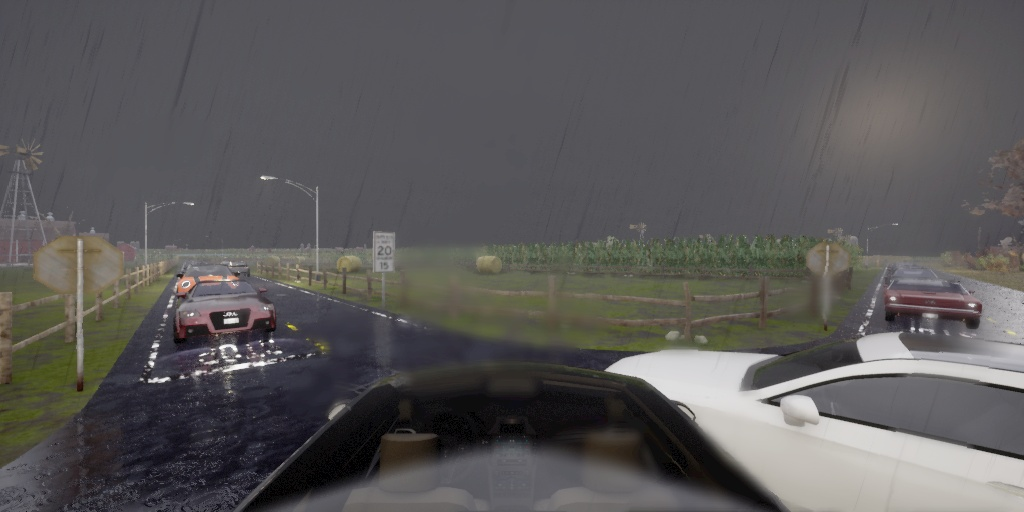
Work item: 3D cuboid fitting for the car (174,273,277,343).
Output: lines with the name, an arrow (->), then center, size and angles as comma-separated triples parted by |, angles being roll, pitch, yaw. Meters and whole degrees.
car -> -8.022, 1.359, 9.970 | 1.994, 1.385, 4.181 | 0, 0, -43

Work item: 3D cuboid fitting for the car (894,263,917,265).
car -> 27.146, 1.401, 24.563 | 4.181, 1.385, 1.994 | 0, 1, -43

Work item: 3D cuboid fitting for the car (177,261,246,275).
car -> -13.853, 1.147, 16.404 | 2.097, 1.767, 4.553 | 0, 0, -42

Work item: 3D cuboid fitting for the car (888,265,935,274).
car -> 20.445, 1.363, 18.251 | 5.357, 1.411, 2.033 | 0, 1, -43

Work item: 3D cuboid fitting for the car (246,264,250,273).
car -> -27.281, 1.298, 35.519 | 2.128, 1.511, 4.902 | 0, 0, -42

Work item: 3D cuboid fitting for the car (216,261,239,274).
car -> -34.066, 1.323, 42.920 | 1.837, 1.490, 4.892 | 0, 0, -42

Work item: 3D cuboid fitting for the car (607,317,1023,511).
car -> 2.822, 1.293, 2.475 | 1.812, 1.442, 4.674 | 0, 1, -44

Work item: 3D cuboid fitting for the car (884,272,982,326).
car -> 13.423, 1.397, 11.627 | 4.718, 1.301, 1.895 | 0, 1, -44
